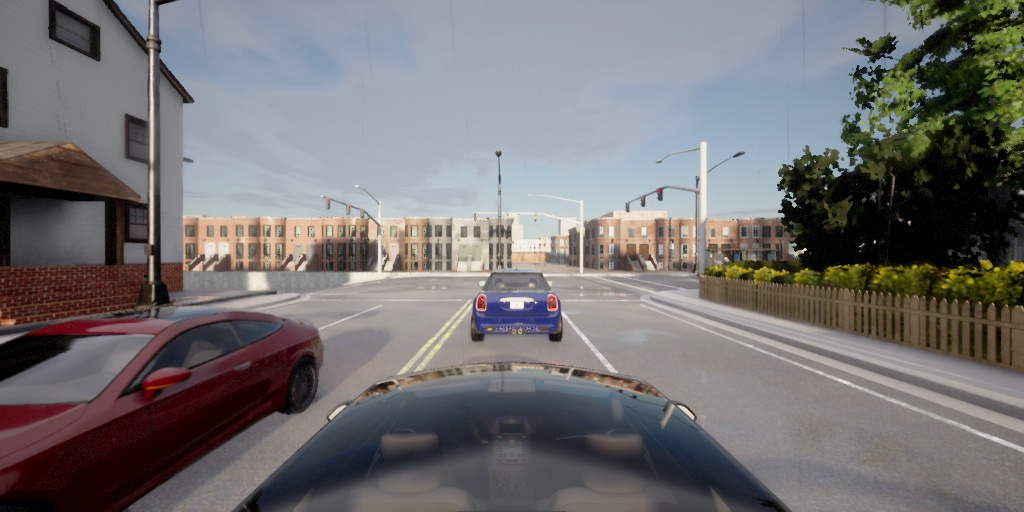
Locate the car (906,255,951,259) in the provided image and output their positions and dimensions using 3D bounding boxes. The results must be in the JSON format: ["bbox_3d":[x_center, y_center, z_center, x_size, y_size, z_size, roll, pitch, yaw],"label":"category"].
[{"bbox_3d":[33.274,0.963,29.754,5.566,2.045,2.150,0,0,0],"label":"car"}]

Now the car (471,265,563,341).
[{"bbox_3d":[0.109,1.099,9.994,2.097,1.767,4.553,0,0,0],"label":"car"}]

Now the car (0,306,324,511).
[{"bbox_3d":[-3.570,1.275,3.330,1.812,1.442,4.674,0,0,0],"label":"car"}]

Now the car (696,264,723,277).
[{"bbox_3d":[18.316,1.288,29.709,5.357,1.411,2.033,0,0,0],"label":"car"}]
